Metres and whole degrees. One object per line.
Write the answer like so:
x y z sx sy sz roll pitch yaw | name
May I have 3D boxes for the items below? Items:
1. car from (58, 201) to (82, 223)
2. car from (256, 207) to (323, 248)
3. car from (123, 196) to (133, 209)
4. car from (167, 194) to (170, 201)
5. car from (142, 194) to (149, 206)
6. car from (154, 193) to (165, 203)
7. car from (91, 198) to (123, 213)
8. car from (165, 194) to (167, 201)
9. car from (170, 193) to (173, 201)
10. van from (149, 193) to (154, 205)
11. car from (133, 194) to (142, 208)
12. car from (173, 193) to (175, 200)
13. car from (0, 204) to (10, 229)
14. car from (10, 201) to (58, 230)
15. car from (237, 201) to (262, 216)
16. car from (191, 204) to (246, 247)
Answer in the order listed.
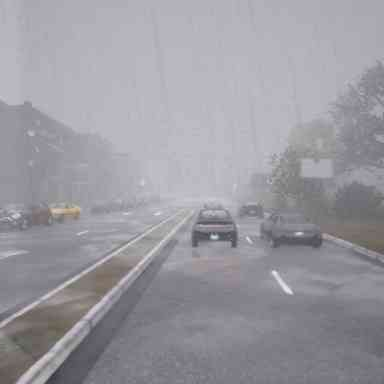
-10.445 1.498 26.354 1.946 1.575 5.366 0 0 3 | car
4.243 1.573 14.779 1.994 1.385 4.181 0 0 3 | car
-9.498 1.561 43.090 2.002 1.452 4.674 0 0 3 | car
-7.318 1.567 81.582 2.231 1.521 4.892 0 0 3 | car
-8.879 1.408 54.026 2.185 1.767 4.553 0 0 3 | car
-7.938 1.302 70.641 2.435 2.045 5.566 0 0 3 | car
-9.810 1.515 37.578 2.231 1.521 4.892 0 0 3 | car
-7.631 1.560 76.065 2.097 1.535 5.008 0 0 3 | car
-7.004 1.447 87.124 2.185 1.767 4.553 0 0 3 | car
-8.575 1.314 59.395 1.878 1.987 4.442 0 0 3 | van
-9.191 1.402 48.510 2.185 1.767 4.553 0 0 3 | car
-6.691 1.454 92.641 2.185 1.767 4.553 0 0 3 | car
-11.070 1.485 15.319 1.946 1.575 5.366 0 0 3 | car
-10.748 1.369 21.053 2.185 1.767 4.553 0 0 3 | car
5.132 1.499 29.783 1.882 1.535 5.008 0 0 3 | car
0.999 1.506 14.977 2.128 1.511 4.902 0 0 3 | car
